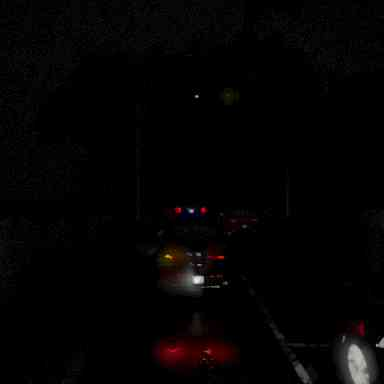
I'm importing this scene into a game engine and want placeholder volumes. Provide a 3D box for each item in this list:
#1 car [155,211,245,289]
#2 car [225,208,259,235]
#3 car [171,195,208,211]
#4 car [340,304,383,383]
[{"bbox_3d":[0.076,1.510,9.130,1.837,1.490,4.892,0,0,0],"label":"car"},{"bbox_3d":[2.569,1.556,18.540,1.887,1.381,4.507,-1,0,0],"label":"car"},{"bbox_3d":[-0.167,1.234,22.254,2.150,2.045,5.566,0,0,-3],"label":"car"},{"bbox_3d":[2.623,1.551,2.320,2.008,1.369,4.403,-1,0,0],"label":"car"}]
